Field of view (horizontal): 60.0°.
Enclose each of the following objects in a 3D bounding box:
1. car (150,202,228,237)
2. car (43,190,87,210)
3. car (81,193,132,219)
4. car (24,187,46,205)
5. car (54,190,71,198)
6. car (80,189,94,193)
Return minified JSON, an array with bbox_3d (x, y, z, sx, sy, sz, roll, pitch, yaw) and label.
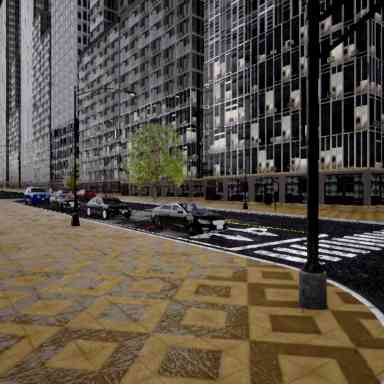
[{"bbox_3d":[-0.268,1.257,16.776,2.128,1.511,4.902,0,1,-38],"label":"car"},{"bbox_3d":[-12.347,0.899,32.167,2.128,1.511,4.902,0,1,-38],"label":"car"},{"bbox_3d":[-6.111,1.097,24.208,1.837,1.490,4.892,0,1,-38],"label":"car"},{"bbox_3d":[-18.866,0.433,40.572,2.150,2.045,5.566,0,1,-38],"label":"car"},{"bbox_3d":[-25.299,0.299,64.873,1.812,1.442,4.674,0,1,-38],"label":"car"},{"bbox_3d":[-17.741,0.353,55.207,2.097,1.767,4.553,0,1,-39],"label":"car"}]
